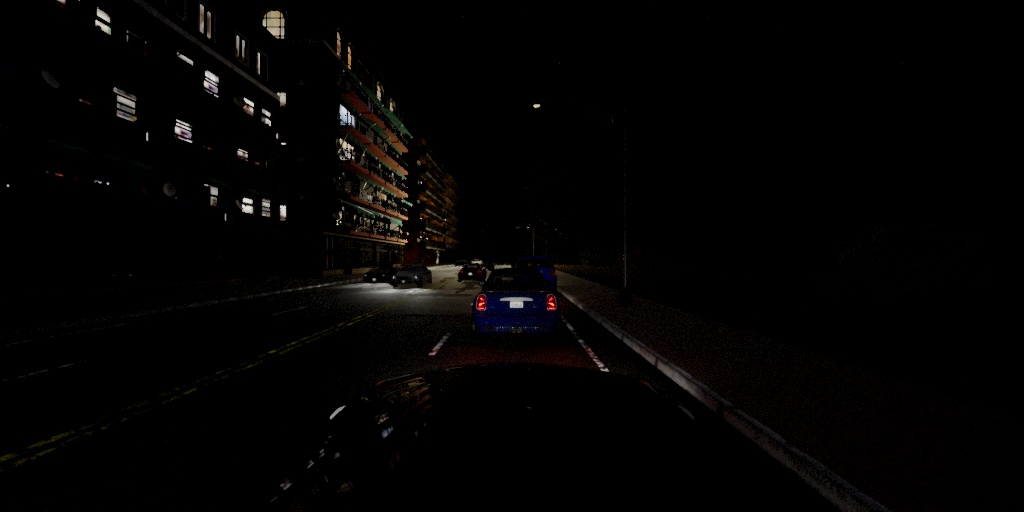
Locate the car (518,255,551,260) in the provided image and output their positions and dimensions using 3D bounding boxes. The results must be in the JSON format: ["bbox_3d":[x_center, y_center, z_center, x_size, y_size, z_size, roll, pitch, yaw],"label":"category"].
[{"bbox_3d":[1.144,0.977,19.674,2.150,2.045,5.566,0,0,0],"label":"car"}]

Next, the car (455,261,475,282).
[{"bbox_3d":[-3.137,1.316,28.962,1.994,1.385,4.181,0,0,0],"label":"car"}]

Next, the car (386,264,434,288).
[{"bbox_3d":[-6.591,1.278,24.097,1.812,1.442,4.674,0,0,0],"label":"car"}]

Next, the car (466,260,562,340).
[{"bbox_3d":[0.101,1.103,10.100,2.097,1.767,4.553,0,0,0],"label":"car"}]

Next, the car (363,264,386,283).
[{"bbox_3d":[-9.837,1.299,28.263,2.033,1.411,5.357,0,0,0],"label":"car"}]
